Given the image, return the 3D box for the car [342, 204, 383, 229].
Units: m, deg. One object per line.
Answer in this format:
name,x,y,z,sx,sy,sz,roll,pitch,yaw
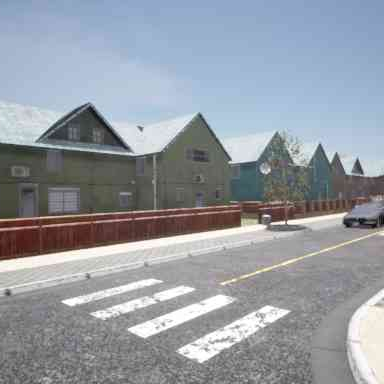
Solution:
car,11.531,1.499,21.543,2.033,1.411,5.357,-2,-1,44
